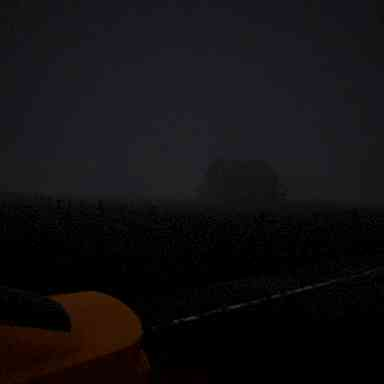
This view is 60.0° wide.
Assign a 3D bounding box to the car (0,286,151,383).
[{"bbox_3d":[-2.695,1.467,2.068,5.008,1.535,1.882,1,0,-35],"label":"car"}]
